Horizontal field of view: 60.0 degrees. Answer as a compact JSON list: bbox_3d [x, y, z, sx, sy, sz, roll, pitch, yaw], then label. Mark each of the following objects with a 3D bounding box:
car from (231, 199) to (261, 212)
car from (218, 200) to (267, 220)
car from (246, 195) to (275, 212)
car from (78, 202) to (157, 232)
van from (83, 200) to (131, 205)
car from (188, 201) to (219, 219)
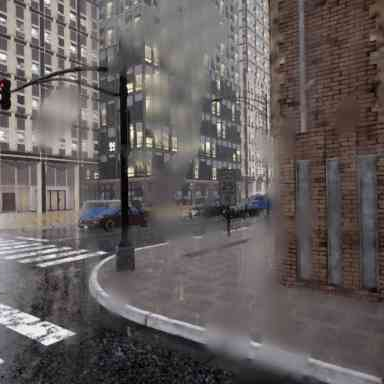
[{"bbox_3d":[6.806,1.689,41.408,1.752,1.417,4.829,-2,-1,36],"label":"car"},{"bbox_3d":[4.429,1.626,28.141,1.895,1.301,4.718,-1,-1,36],"label":"car"},{"bbox_3d":[7.662,1.330,38.145,2.150,2.045,5.566,-1,-1,36],"label":"car"},{"bbox_3d":[-4.512,1.614,21.164,2.033,1.411,5.357,-1,-1,36],"label":"car"},{"bbox_3d":[-6.029,1.460,23.499,1.690,1.788,3.998,-2,-1,36],"label":"van"},{"bbox_3d":[1.570,1.578,29.651,2.128,1.511,4.902,-1,-1,36],"label":"car"}]
